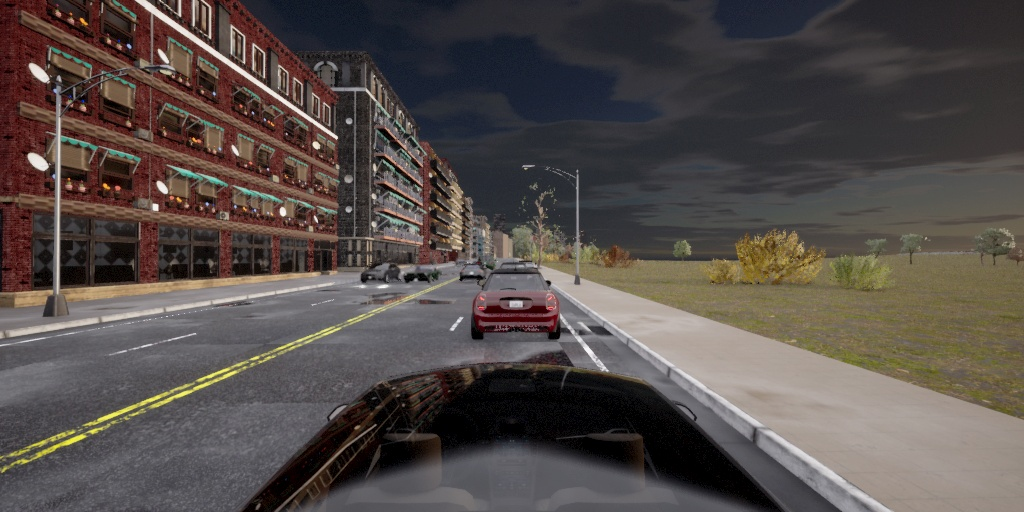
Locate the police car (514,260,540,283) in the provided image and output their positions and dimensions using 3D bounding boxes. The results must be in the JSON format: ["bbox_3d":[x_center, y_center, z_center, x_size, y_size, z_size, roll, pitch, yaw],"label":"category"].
[{"bbox_3d":[1.109,1.179,29.446,1.930,1.638,5.238,0,0,0],"label":"police car"}]

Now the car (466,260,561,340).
[{"bbox_3d":[0.083,1.103,10.179,2.097,1.767,4.553,0,0,0],"label":"car"}]

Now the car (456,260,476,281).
[{"bbox_3d":[-3.179,1.317,30.157,1.994,1.385,4.181,0,0,0],"label":"car"}]

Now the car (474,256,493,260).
[{"bbox_3d":[-3.195,0.975,45.146,2.150,2.045,5.566,0,0,0],"label":"car"}]

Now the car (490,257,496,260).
[{"bbox_3d":[0.084,1.105,19.880,2.097,1.767,4.553,0,0,0],"label":"car"}]

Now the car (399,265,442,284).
[{"bbox_3d":[-6.626,1.354,26.898,1.895,1.301,4.718,0,0,0],"label":"car"}]

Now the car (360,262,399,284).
[{"bbox_3d":[-9.878,1.258,27.357,1.837,1.490,4.892,0,0,0],"label":"car"}]
